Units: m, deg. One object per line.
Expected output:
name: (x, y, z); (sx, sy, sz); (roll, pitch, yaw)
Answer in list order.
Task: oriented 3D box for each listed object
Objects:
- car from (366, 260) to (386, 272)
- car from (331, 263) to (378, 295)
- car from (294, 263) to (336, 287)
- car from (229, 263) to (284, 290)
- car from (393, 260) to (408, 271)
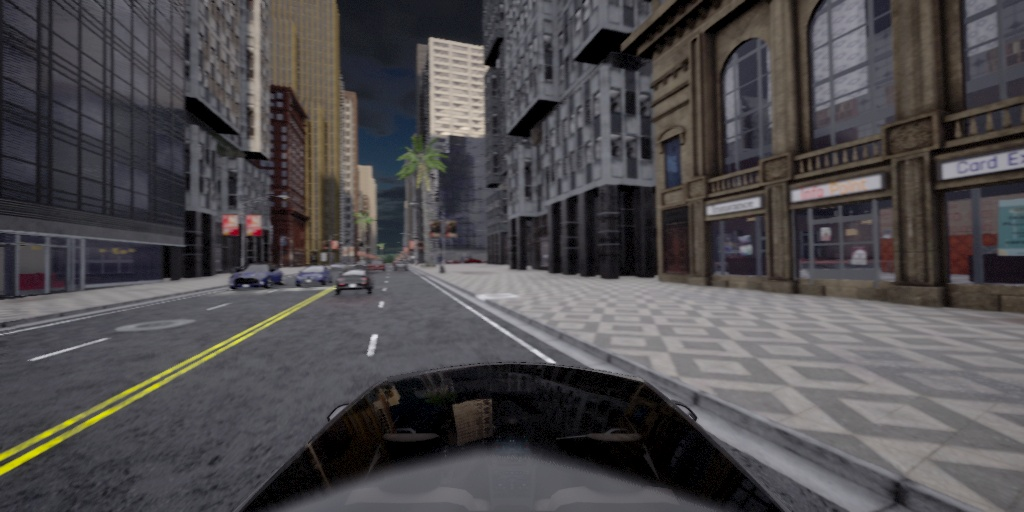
car: (-18.897, 1.337, 50.391); (2.097, 1.767, 4.553); (-1, 0, -18)
car: (-8.999, 1.365, 20.787); (1.812, 1.442, 4.674); (-1, 0, -18)
car: (-14.548, 1.429, 26.551); (1.812, 1.442, 4.674); (-1, 0, -19)
car: (-17.296, 1.287, 24.498); (2.097, 1.767, 4.553); (-1, 0, -18)
car: (-17.048, 1.463, 55.117); (2.128, 1.511, 4.902); (-1, 0, -19)
